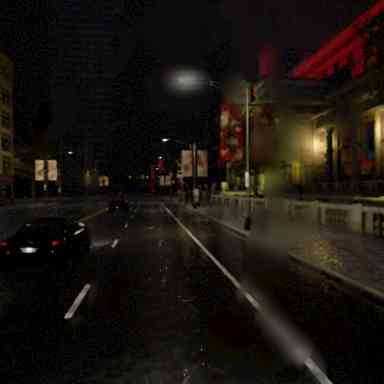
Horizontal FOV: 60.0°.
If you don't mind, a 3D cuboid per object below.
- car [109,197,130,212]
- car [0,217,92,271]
[{"bbox_3d":[-7.581,1.301,34.819,2.128,1.511,4.902,0,0,-7],"label":"car"},{"bbox_3d":[-4.577,1.513,10.872,1.994,1.385,4.181,0,0,-7],"label":"car"}]
